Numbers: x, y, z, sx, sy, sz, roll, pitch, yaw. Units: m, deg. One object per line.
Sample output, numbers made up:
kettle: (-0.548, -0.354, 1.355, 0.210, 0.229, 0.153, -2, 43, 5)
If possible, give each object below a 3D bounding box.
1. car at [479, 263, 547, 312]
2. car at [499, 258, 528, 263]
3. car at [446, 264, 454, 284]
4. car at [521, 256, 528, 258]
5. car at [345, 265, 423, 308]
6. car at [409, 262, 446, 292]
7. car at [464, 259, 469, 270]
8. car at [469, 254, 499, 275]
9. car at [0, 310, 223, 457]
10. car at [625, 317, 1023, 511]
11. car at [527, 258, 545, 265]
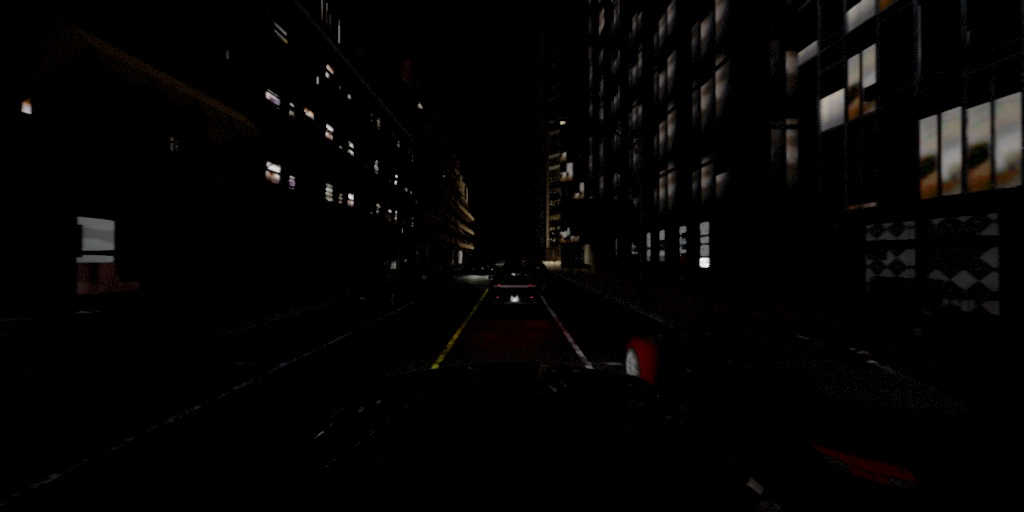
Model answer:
car: (0.094, 1.190, 14.040, 2.128, 1.511, 4.902, 0, 0, 0)
car: (0.096, 1.146, 29.499, 1.837, 1.490, 4.892, 0, 0, 0)
car: (-5.313, 1.198, 26.026, 1.888, 1.381, 4.507, 0, 0, 0)
car: (2.753, 1.020, 55.974, 1.801, 1.575, 5.366, 0, 0, 0)
car: (-5.314, 1.240, 14.954, 1.888, 1.381, 4.507, 0, 0, 0)
car: (-5.313, 1.113, 20.489, 1.967, 1.591, 4.097, 0, 0, 0)
car: (-5.312, 1.025, 48.168, 1.967, 1.591, 4.097, 0, 0, 0)
car: (-2.843, 0.836, 37.457, 2.150, 2.045, 5.566, 0, 0, 0)
car: (-5.315, 1.323, 3.882, 1.802, 1.307, 4.207, 0, 0, 0)
car: (2.566, 1.323, 3.891, 1.802, 1.307, 4.207, 0, 0, 0)
car: (2.568, 1.182, 37.103, 1.948, 1.339, 4.313, 0, 0, 0)
